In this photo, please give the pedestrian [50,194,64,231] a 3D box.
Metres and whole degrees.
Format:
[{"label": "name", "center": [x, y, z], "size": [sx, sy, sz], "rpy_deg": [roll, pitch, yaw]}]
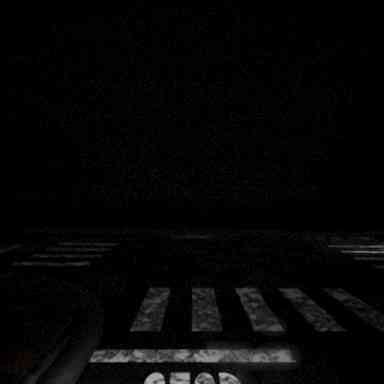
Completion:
[{"label": "pedestrian", "center": [-6.857, 1.004, 16.785], "size": [0.375, 1.860, 0.375], "rpy_deg": [0, 1, 0]}]
